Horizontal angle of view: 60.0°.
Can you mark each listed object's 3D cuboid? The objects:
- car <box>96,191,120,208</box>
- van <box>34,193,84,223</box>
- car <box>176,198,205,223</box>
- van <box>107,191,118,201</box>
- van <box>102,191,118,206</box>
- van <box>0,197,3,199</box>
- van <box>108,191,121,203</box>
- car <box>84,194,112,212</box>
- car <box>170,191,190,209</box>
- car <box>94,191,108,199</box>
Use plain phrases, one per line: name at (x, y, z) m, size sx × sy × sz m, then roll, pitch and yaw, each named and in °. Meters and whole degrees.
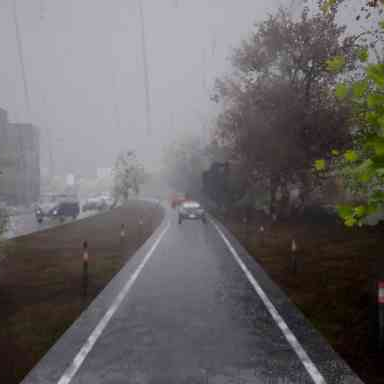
car at (-10.372, 0.913, 39.749) m, size 2.435 × 2.045 × 5.566 m, roll 1°, pitch -1°, yaw -9°
van at (-9.243, 1.055, 22.974) m, size 1.878 × 1.987 × 4.442 m, roll 0°, pitch -1°, yaw -2°
car at (-0.066, 1.369, 23.683) m, size 1.812 × 1.442 × 4.674 m, roll 0°, pitch 0°, yaw -2°
van at (-15.993, 0.815, 66.999) m, size 1.878 × 1.987 × 4.442 m, roll 1°, pitch -1°, yaw -16°
van at (-11.081, 0.897, 45.206) m, size 1.878 × 1.987 × 4.442 m, roll 1°, pitch -1°, yaw -10°
van at (-9.083, 1.119, 13.024) m, size 1.878 × 1.987 × 4.442 m, roll 0°, pitch -1°, yaw -2°
van at (-13.123, 0.834, 56.204) m, size 1.878 × 1.987 × 4.442 m, roll 1°, pitch -1°, yaw -15°
car at (-9.851, 1.245, 34.213) m, size 2.002 × 1.452 × 4.674 m, roll 0°, pitch -1°, yaw -5°
car at (-1.475, 0.920, 40.829) m, size 2.150 × 2.045 × 5.566 m, roll 0°, pitch 1°, yaw -7°
car at (-24.052, 0.897, 87.936) m, size 2.435 × 2.045 × 5.566 m, roll 2°, pitch -2°, yaw -25°
